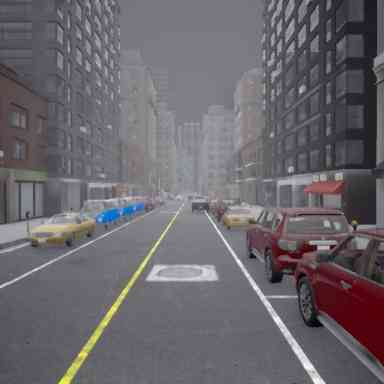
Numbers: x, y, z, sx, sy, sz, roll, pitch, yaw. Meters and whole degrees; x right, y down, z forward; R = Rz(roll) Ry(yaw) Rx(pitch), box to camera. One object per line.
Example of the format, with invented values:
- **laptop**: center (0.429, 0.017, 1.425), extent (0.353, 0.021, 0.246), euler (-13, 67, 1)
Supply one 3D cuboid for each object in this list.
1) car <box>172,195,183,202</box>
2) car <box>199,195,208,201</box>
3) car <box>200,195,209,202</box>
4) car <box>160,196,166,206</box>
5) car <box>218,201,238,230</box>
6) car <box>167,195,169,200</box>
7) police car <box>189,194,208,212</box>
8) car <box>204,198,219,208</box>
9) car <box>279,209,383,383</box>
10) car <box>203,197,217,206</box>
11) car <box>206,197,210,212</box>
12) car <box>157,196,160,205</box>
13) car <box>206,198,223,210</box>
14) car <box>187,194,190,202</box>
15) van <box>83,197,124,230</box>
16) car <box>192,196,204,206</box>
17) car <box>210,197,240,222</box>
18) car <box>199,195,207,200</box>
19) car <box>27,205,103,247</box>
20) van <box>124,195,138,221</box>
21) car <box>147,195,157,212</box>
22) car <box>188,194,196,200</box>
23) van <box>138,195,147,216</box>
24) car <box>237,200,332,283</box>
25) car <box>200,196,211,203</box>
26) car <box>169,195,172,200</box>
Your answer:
- **car**: center (-3.000, 1.445, 76.745), extent (1.812, 1.442, 4.674), euler (0, 0, 0)
- **car**: center (2.869, 1.489, 82.199), extent (1.947, 1.339, 4.313), euler (-1, 0, 0)
- **car**: center (2.867, 1.457, 76.783), extent (1.752, 1.417, 4.829), euler (-1, 0, 0)
- **car**: center (-5.677, 1.401, 54.269), extent (1.967, 1.590, 4.097), euler (-1, 0, 0)
- **car**: center (2.853, 1.516, 20.924), extent (1.752, 1.417, 4.829), euler (-1, 0, 0)
- **car**: center (-5.675, 1.537, 59.855), extent (1.802, 1.307, 4.206), euler (-1, 0, 0)
- **police car**: center (0.900, 1.403, 37.849), extent (1.930, 1.638, 5.238), euler (0, 0, 0)
- **car**: center (2.860, 1.533, 48.684), extent (1.947, 1.339, 4.313), euler (-1, 0, 0)
- **car**: center (2.846, 1.313, 3.996), extent (2.192, 1.841, 5.009), euler (-1, 0, 0)
- **car**: center (2.862, 1.512, 54.269), extent (2.008, 1.369, 4.403), euler (-1, 0, 0)
- **car**: center (2.857, 1.503, 37.682), extent (1.752, 1.417, 4.829), euler (-1, 0, 0)
- **car**: center (-5.677, 1.412, 43.098), extent (1.967, 1.590, 4.097), euler (-1, 0, 0)
- **car**: center (2.859, 1.538, 43.098), extent (1.947, 1.339, 4.313), euler (-1, 0, 0)
- **car**: center (0.001, 1.314, 73.279), extent (1.837, 1.490, 4.892), euler (0, 0, 0)
- **van**: center (-5.679, 1.331, 20.754), extent (1.690, 1.788, 3.998), euler (-1, 0, 0)
- **car**: center (0.900, 1.417, 53.930), extent (1.801, 1.575, 5.366), euler (0, 0, 0)
- **car**: center (2.852, 1.302, 26.340), extent (2.192, 1.841, 5.009), euler (-1, 0, 0)
- **car**: center (2.870, 1.496, 87.785), extent (1.802, 1.307, 4.206), euler (-1, 0, 0)
- **car**: center (-5.677, 1.519, 14.999), extent (1.752, 1.417, 4.829), euler (-1, 0, 0)
- **van**: center (-5.679, 1.328, 26.341), extent (1.690, 1.788, 3.998), euler (-1, 0, 0)
- **car**: center (-5.679, 1.293, 37.512), extent (2.192, 1.841, 5.009), euler (-1, 0, 0)
- **car**: center (0.001, 1.257, 88.386), extent (1.882, 1.535, 5.008), euler (0, 0, 0)
- **van**: center (-5.679, 1.323, 31.926), extent (1.690, 1.788, 3.998), euler (-1, 0, 0)
- **car**: center (2.848, 1.311, 9.583), extent (2.192, 1.841, 5.009), euler (-1, 0, 0)
- **car**: center (2.866, 1.491, 71.027), extent (2.008, 1.369, 4.403), euler (-1, 0, 0)
- **car**: center (-5.675, 1.459, 87.784), extent (1.887, 1.381, 4.507), euler (-1, 0, 0)
